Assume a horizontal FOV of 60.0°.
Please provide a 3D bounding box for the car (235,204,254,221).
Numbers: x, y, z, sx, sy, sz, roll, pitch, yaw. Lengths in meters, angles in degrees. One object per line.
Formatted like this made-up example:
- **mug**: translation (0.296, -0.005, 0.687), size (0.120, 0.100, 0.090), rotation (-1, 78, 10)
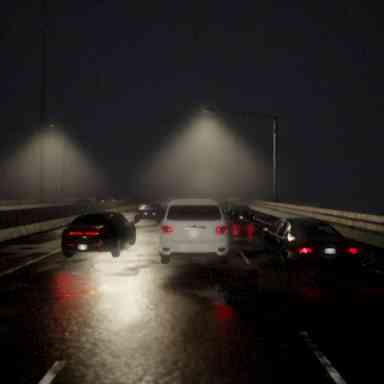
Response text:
- **car**: translation (3.825, 1.661, 27.491), size (1.895, 1.301, 4.718), rotation (0, 0, 2)

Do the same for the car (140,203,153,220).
- **car**: translation (-3.217, 1.603, 26.051), size (2.033, 1.411, 5.357), rotation (0, 0, 2)

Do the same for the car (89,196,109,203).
- **car**: translation (-16.366, 1.544, 60.039), size (2.097, 1.767, 4.553), rotation (0, 0, 3)

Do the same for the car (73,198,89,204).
- **car**: translation (-19.862, 1.756, 60.134), size (1.994, 1.385, 4.181), rotation (0, 0, 3)

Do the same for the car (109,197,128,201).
- **car**: translation (-12.877, 1.669, 59.806), size (1.882, 1.535, 5.008), rotation (0, 0, 3)

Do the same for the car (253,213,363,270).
- **car**: translation (3.588, 1.564, 11.044), size (2.033, 1.411, 5.357), rotation (0, 0, 1)

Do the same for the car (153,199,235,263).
- **car**: translation (0.108, 1.242, 12.125), size (2.150, 2.045, 5.566), rotation (0, 0, 1)

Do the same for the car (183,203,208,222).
- **car**: translation (0.326, 1.661, 27.558), size (1.895, 1.301, 4.718), rotation (0, 0, 2)

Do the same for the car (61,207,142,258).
- **car**: translation (-3.377, 1.522, 12.840), size (1.837, 1.490, 4.892), rotation (0, -1, 1)
